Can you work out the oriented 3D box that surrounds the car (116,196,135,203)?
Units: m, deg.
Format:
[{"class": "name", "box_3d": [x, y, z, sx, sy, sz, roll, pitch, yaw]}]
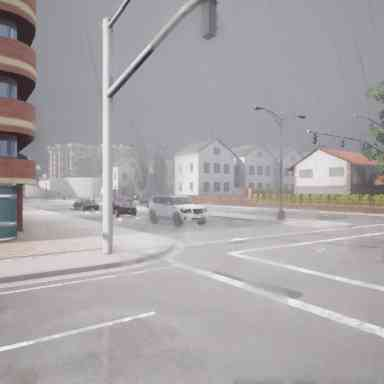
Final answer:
[{"class": "car", "box_3d": [-13.720, 1.550, 68.451, 2.033, 1.411, 5.357, 0, 0, -35]}]

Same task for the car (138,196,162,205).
[{"class": "car", "box_3d": [-7.684, 1.550, 59.727, 2.033, 1.411, 5.357, 0, 0, -35]}]

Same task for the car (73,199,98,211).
[{"class": "car", "box_3d": [-13.054, 1.549, 40.771, 2.033, 1.411, 5.357, 0, 0, -35]}]

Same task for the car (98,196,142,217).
[{"class": "car", "box_3d": [-7.015, 1.477, 32.009, 1.882, 1.535, 5.008, 0, 0, -34]}]

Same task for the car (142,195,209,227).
[{"class": "car", "box_3d": [-1.112, 1.223, 23.467, 2.150, 2.045, 5.566, 0, 0, -35]}]
